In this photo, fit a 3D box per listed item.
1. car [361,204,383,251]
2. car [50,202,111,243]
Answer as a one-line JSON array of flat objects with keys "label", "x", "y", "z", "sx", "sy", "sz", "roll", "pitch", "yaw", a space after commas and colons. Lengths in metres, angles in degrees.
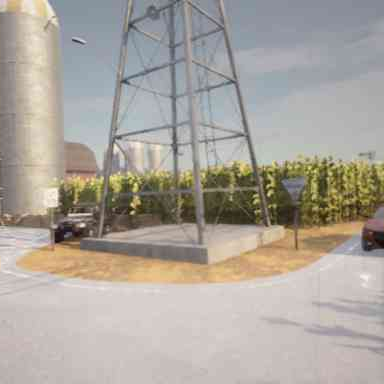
[{"label": "car", "x": 7.517, "y": 1.144, "z": 11.967, "sx": 1.882, "sy": 1.535, "sz": 5.008, "roll": -3, "pitch": 0, "yaw": 38}, {"label": "car", "x": -5.658, "y": 1.511, "z": 17.421, "sx": 1.905, "sy": 1.878, "sz": 3.866, "roll": -3, "pitch": 0, "yaw": 5}]
